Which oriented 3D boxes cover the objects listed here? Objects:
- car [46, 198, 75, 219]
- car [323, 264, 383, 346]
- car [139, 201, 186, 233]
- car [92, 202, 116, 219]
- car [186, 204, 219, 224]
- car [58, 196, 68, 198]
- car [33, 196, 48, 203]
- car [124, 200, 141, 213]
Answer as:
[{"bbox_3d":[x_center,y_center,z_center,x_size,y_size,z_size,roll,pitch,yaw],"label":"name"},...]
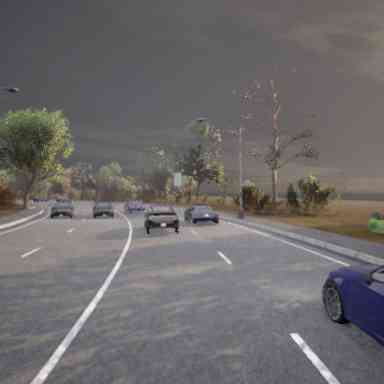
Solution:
[{"bbox_3d":[-11.736,1.597,30.438,2.033,1.411,5.357,0,0,-16],"label":"car"},{"bbox_3d":[3.368,1.519,4.189,1.812,1.442,4.674,0,0,-2],"label":"car"},{"bbox_3d":[-1.904,1.515,19.874,2.128,1.511,4.902,0,0,-10],"label":"car"},{"bbox_3d":[-8.081,1.592,30.397,2.033,1.411,5.357,0,0,-16],"label":"car"},{"bbox_3d":[0.608,1.587,25.040,1.994,1.385,4.181,0,0,-12],"label":"car"},{"bbox_3d":[-25.820,1.577,66.896,1.837,1.490,4.892,0,0,-35],"label":"car"},{"bbox_3d":[-30.972,1.517,67.888,2.033,1.411,5.357,0,0,-37],"label":"car"},{"bbox_3d":[-6.530,1.598,37.738,2.033,1.411,5.357,0,0,-19],"label":"car"}]
